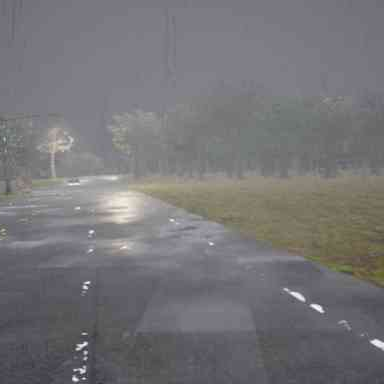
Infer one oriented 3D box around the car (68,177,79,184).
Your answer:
[{"bbox_3d":[-26.541,-2.654,74.547,1.994,1.385,4.181,-4,5,-14],"label":"car"}]
